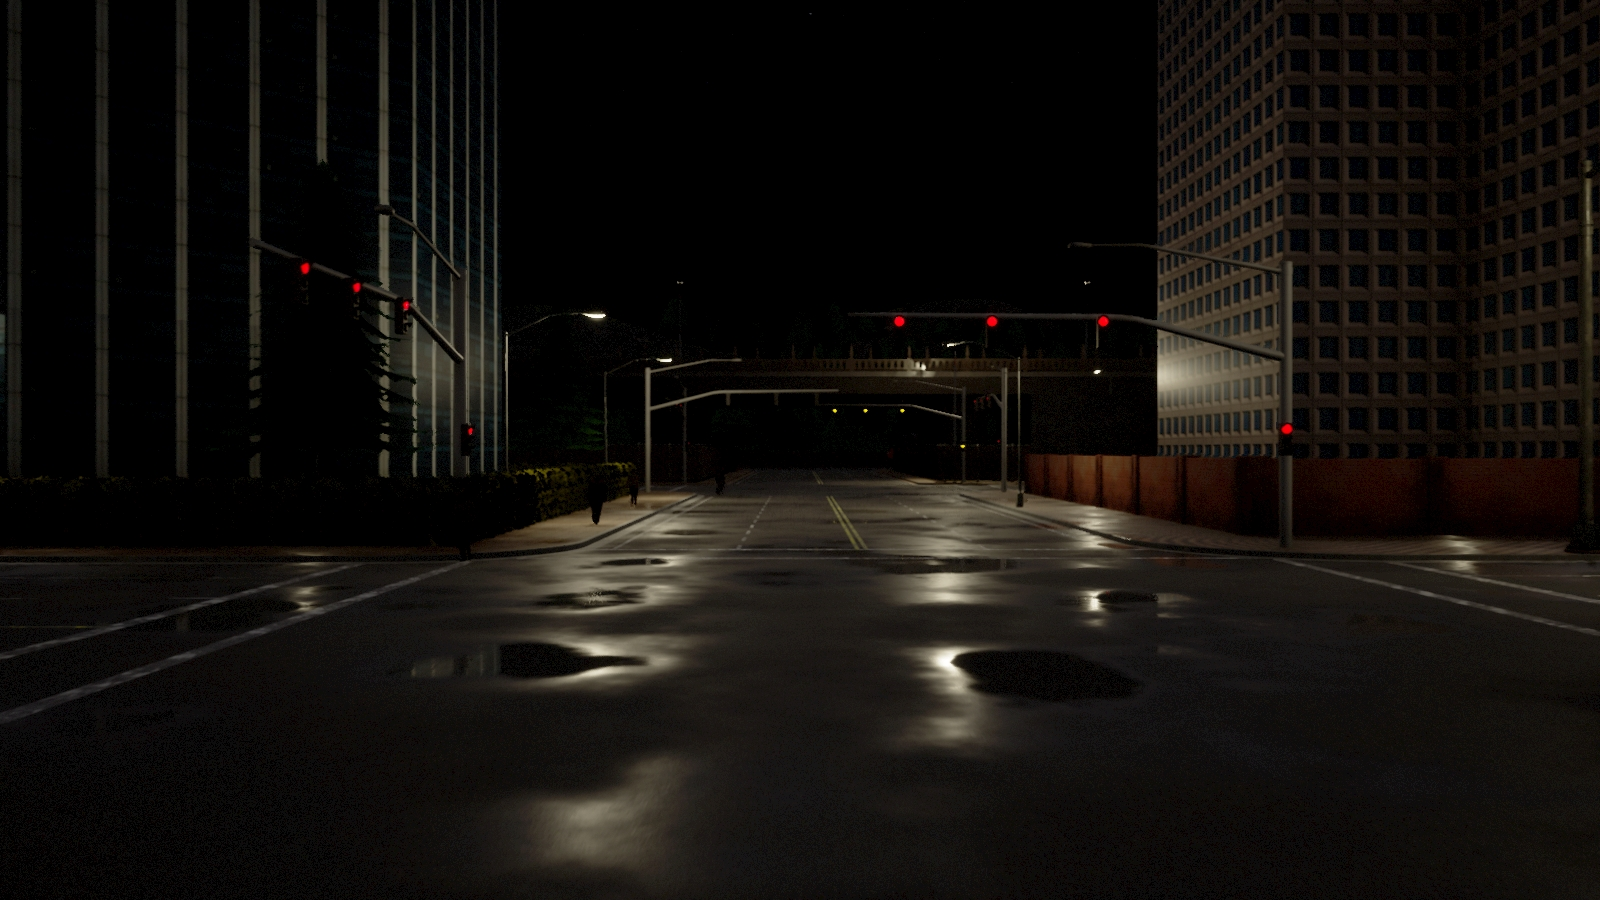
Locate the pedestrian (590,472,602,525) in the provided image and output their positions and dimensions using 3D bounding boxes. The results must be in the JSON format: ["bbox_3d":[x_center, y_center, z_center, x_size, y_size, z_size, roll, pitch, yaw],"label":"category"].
[{"bbox_3d":[-7.182,1.692,40.292,0.375,1.860,0.375,0,0,-2],"label":"pedestrian"}]

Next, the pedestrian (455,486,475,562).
[{"bbox_3d":[-8.371,1.846,28.533,0.375,1.860,0.375,0,0,2],"label":"pedestrian"}]
